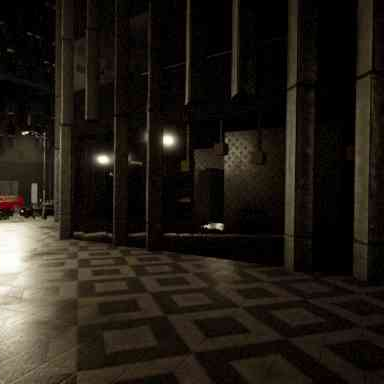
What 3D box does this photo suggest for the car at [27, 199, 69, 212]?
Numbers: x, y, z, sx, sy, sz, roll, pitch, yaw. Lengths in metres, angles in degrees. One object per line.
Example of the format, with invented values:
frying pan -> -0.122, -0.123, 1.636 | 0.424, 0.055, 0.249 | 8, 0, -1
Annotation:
car -> -17.565, 1.634, 40.761 | 1.947, 1.339, 4.313 | 1, 0, 35

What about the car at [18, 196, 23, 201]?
car -> -20.818, 1.353, 36.152 | 2.192, 1.841, 5.009 | 1, 0, 35

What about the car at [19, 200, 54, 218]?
car -> -13.865, 1.742, 31.227 | 1.947, 1.339, 4.313 | 1, 0, 35

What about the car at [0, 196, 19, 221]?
car -> -17.118, 1.463, 26.616 | 2.192, 1.841, 5.009 | 1, 0, 35
